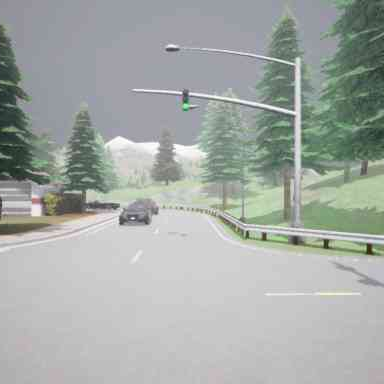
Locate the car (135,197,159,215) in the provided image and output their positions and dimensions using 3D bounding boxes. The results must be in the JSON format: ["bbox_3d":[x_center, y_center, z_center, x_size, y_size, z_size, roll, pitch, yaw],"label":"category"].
[{"bbox_3d":[-4.828,1.352,33.800,2.097,1.767,4.553,0,0,-19],"label":"car"}]

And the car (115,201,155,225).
[{"bbox_3d":[-3.992,1.564,24.010,1.994,1.385,4.181,0,0,-2],"label":"car"}]

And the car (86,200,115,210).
[{"bbox_3d":[-11.403,1.608,41.538,4.718,1.301,1.895,0,0,14],"label":"car"}]
